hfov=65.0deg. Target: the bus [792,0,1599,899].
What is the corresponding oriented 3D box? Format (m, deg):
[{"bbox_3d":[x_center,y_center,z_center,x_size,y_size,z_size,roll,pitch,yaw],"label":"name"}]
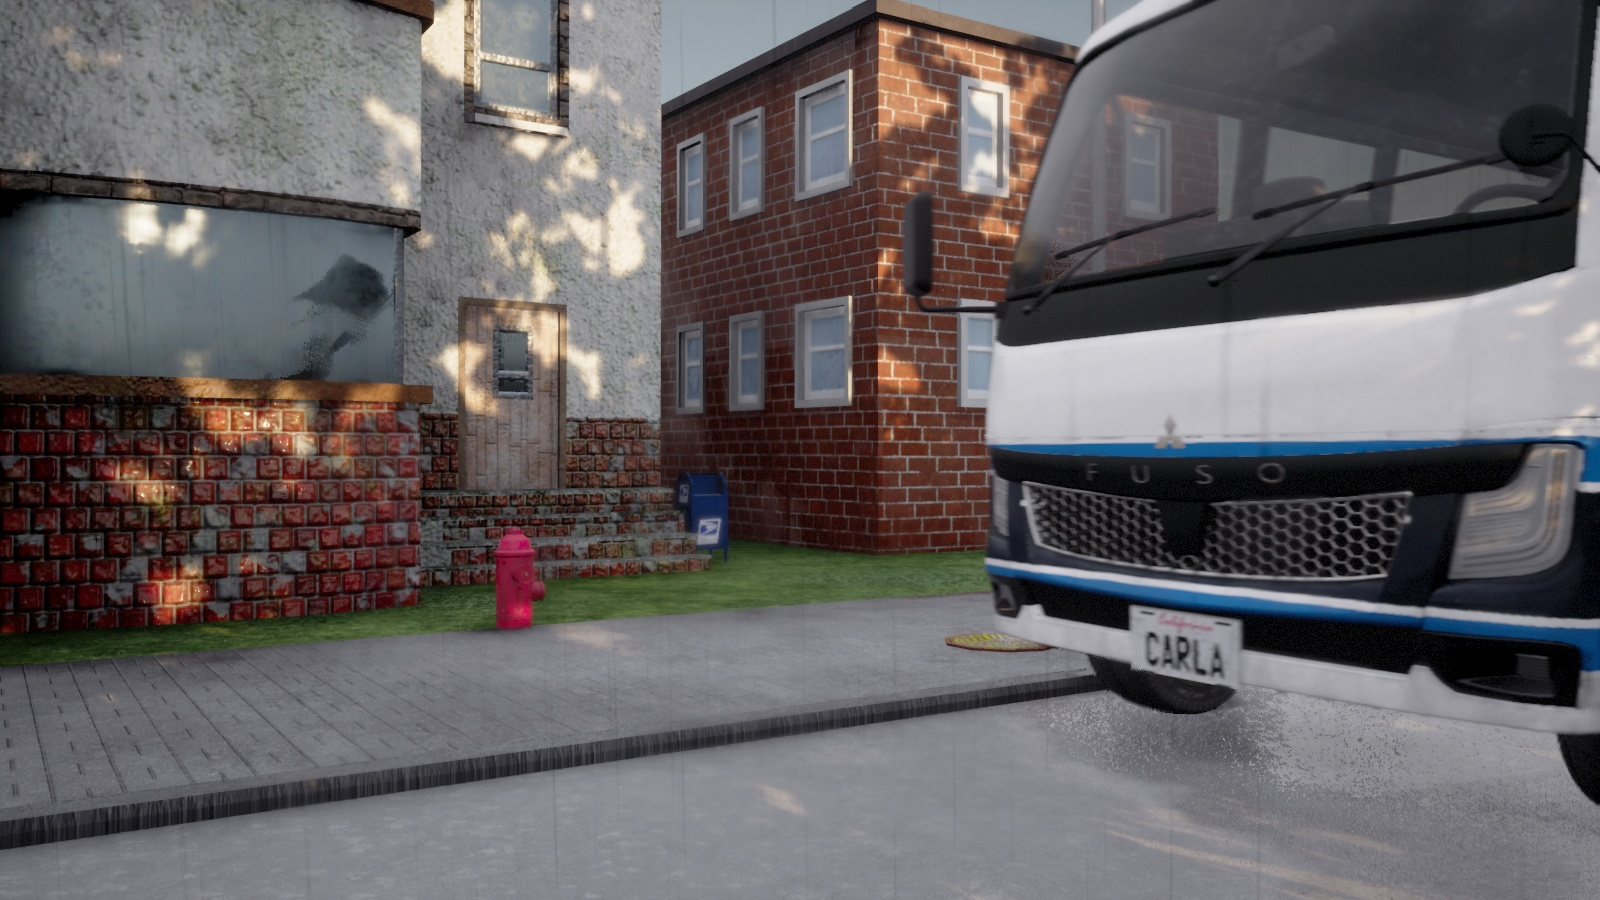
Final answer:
[{"bbox_3d":[5.377,-0.624,7.725,10.273,4.253,3.944,0,0,-31],"label":"bus"}]
